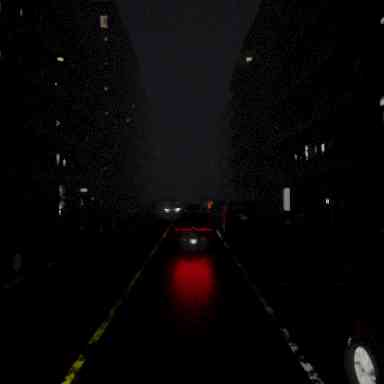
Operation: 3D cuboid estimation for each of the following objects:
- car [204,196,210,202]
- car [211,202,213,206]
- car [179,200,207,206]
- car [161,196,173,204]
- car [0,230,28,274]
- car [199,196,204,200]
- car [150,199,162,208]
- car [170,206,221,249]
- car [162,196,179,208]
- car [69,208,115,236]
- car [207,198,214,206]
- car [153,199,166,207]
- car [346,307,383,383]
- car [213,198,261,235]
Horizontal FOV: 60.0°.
[{"bbox_3d":[3.107,1.612,46.447,2.097,1.767,4.553,0,0,0],"label":"car"},{"bbox_3d":[2.676,1.662,25.209,1.752,1.417,4.829,-1,0,0],"label":"car"},{"bbox_3d":[0.072,1.730,30.368,1.994,1.385,4.181,0,0,0],"label":"car"},{"bbox_3d":[-5.713,1.759,76.205,2.192,1.841,5.009,-1,0,0],"label":"car"},{"bbox_3d":[-5.703,1.587,7.988,1.887,1.381,4.507,-1,0,0],"label":"car"},{"bbox_3d":[2.672,1.863,59.317,1.752,1.417,4.829,-1,0,0],"label":"car"},{"bbox_3d":[-5.706,1.868,53.465,1.947,1.339,4.313,-1,0,0],"label":"car"},{"bbox_3d":[0.069,1.585,14.847,1.837,1.490,4.892,0,0,0],"label":"car"},{"bbox_3d":[-3.080,1.650,52.953,2.097,1.767,4.553,0,0,0],"label":"car"},{"bbox_3d":[-5.704,1.649,19.358,1.887,1.381,4.507,-1,0,0],"label":"car"},{"bbox_3d":[3.141,1.722,39.476,1.837,1.490,4.892,0,0,0],"label":"car"},{"bbox_3d":[-5.707,1.902,59.149,1.947,1.339,4.313,-1,0,0],"label":"car"},{"bbox_3d":[2.679,1.563,2.301,2.008,1.369,4.403,-1,0,0],"label":"car"},{"bbox_3d":[2.673,1.419,19.356,2.192,1.841,5.009,-1,0,0],"label":"car"}]
